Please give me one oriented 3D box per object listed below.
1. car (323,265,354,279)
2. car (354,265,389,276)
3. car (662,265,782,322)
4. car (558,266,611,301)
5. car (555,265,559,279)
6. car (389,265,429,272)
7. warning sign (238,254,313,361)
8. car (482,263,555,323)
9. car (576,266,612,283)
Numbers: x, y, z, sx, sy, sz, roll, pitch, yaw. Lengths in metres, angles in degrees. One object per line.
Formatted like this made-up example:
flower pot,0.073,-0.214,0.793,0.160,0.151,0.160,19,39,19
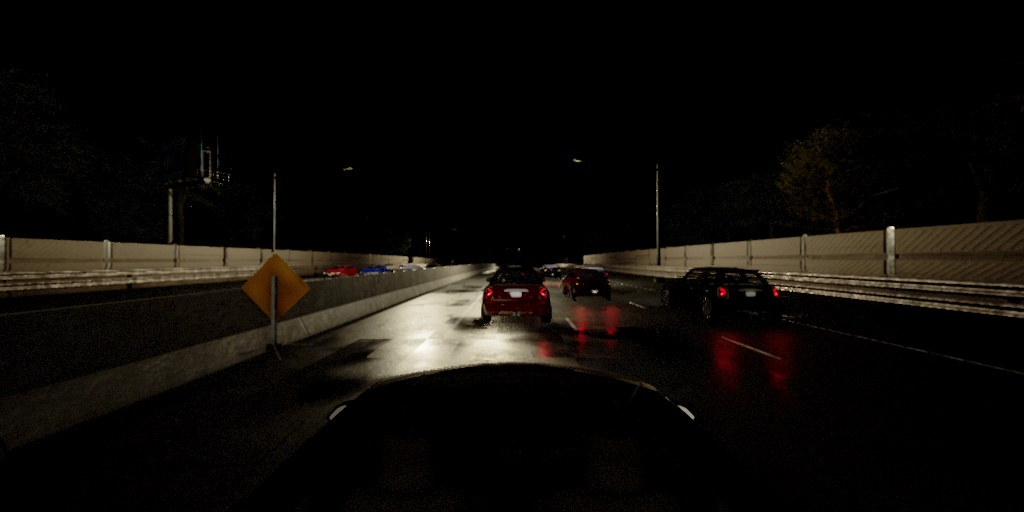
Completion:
car,-17.396,1.629,36.599,1.812,1.442,4.674,0,-1,0
car,-13.906,1.630,36.588,1.812,1.442,4.674,0,-1,1
car,7.143,1.179,12.811,2.097,1.767,4.553,0,-1,1
car,3.682,1.402,18.137,1.812,1.442,4.674,0,-1,0
car,3.791,1.587,35.755,2.128,1.511,4.902,0,-1,0
car,-10.399,1.653,36.597,2.033,1.411,5.357,0,-1,0
warning sign,-4.524,0.892,6.808,1.300,1.860,1.060,0,0,0
car,0.142,1.176,12.665,2.097,1.767,4.553,0,-1,1
car,7.271,1.595,32.248,2.033,1.411,5.357,0,-1,0
